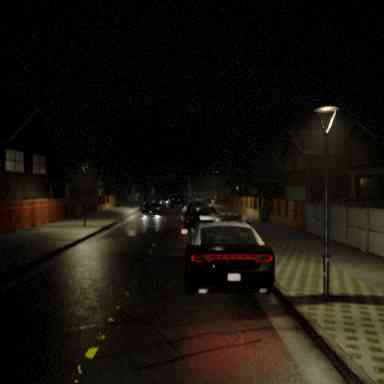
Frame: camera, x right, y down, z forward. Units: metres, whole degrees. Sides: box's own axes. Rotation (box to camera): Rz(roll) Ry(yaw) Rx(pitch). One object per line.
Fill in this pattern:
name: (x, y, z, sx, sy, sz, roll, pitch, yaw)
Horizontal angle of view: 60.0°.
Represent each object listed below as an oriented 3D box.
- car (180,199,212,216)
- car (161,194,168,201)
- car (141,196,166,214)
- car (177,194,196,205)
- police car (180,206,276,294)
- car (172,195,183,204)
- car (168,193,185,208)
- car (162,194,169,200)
car: (0.454, 1.407, 18.768, 1.882, 1.535, 5.008, 0, 0, -2)
car: (-6.325, 1.342, 74.295, 1.812, 1.442, 4.674, 0, 0, -3)
car: (-4.016, 1.453, 33.605, 2.033, 1.411, 5.357, 0, 0, -3)
car: (0.176, 1.267, 24.761, 2.097, 1.767, 4.553, 0, 0, -3)
police car: (0.745, 1.386, 8.834, 1.930, 1.638, 5.238, 0, 0, -1)
car: (-2.670, 1.329, 60.099, 1.882, 1.535, 5.008, 0, 0, -3)
car: (-1.834, 1.102, 45.802, 2.150, 2.045, 5.566, 0, 0, -3)
car: (-7.284, 1.305, 90.490, 1.812, 1.442, 4.674, 0, 0, -3)
